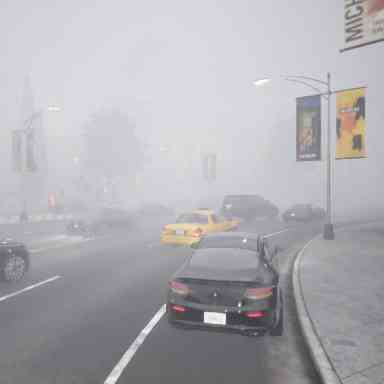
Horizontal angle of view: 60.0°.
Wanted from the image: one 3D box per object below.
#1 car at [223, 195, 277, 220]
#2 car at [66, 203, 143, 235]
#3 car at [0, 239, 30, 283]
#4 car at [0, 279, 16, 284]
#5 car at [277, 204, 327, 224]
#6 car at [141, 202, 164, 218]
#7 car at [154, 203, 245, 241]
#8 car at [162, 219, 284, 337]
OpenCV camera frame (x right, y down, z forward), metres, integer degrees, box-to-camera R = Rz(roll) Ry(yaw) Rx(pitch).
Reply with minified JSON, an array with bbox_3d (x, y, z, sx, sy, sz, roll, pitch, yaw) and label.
[{"bbox_3d":[4.517,1.221,25.831,2.150,2.045,5.566,0,0,44],"label":"car"},{"bbox_3d":[-4.989,1.562,18.855,1.994,1.385,4.181,0,0,29],"label":"car"},{"bbox_3d":[-5.434,1.491,6.816,2.128,1.511,4.902,0,0,10],"label":"car"},{"bbox_3d":[-2.714,1.547,0.463,2.033,1.411,5.357,0,0,0],"label":"car"},{"bbox_3d":[8.543,1.565,24.722,4.181,1.385,1.994,0,0,-44],"label":"car"},{"bbox_3d":[-3.754,1.545,27.280,2.033,1.411,5.357,0,0,38],"label":"car"},{"bbox_3d":[0.601,1.455,14.333,1.801,1.575,5.366,0,0,24],"label":"car"},{"bbox_3d":[0.836,1.525,6.696,1.812,1.442,4.674,0,0,13],"label":"car"}]
